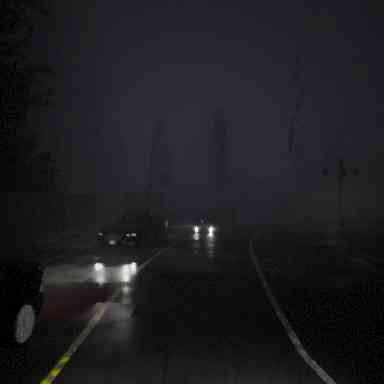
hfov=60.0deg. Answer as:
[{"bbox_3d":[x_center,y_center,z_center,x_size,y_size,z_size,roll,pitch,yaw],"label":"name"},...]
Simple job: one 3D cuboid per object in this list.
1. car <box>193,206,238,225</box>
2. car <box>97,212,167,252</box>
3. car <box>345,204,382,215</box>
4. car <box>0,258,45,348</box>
[{"bbox_3d":[2.097,1.854,27.431,2.033,1.411,5.357,-1,-1,30],"label":"car"},{"bbox_3d":[-2.500,1.660,14.966,2.128,1.511,4.902,0,-1,12],"label":"car"},{"bbox_3d":[20.949,2.047,40.372,4.718,1.301,1.895,1,-1,-28],"label":"car"},{"bbox_3d":[-3.489,1.519,3.590,1.882,1.535,5.008,0,-1,2],"label":"car"}]
